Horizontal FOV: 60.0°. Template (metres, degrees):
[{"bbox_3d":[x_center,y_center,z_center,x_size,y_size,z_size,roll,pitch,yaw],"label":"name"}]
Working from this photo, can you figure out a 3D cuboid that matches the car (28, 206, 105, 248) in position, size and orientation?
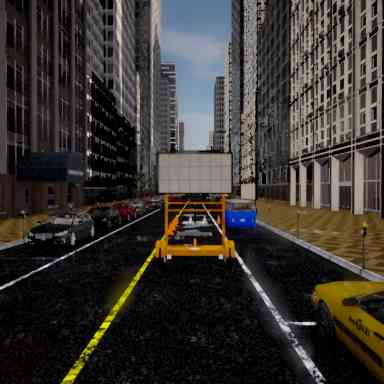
[{"bbox_3d":[-5.589,1.547,14.723,2.008,1.369,4.403,-1,0,0],"label":"car"}]

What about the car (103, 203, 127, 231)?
[{"bbox_3d":[-5.547,1.561,20.406,1.947,1.339,4.313,-1,0,0],"label":"car"}]

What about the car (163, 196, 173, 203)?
[{"bbox_3d":[-5.169,1.564,71.557,1.802,1.307,4.206,-1,0,0],"label":"car"}]

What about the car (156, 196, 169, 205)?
[{"bbox_3d":[-5.253,1.536,60.190,2.008,1.369,4.403,-1,0,0],"label":"car"}]

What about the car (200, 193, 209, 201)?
[{"bbox_3d":[3.335,1.291,88.547,2.192,1.841,5.009,-1,0,0],"label":"car"}]

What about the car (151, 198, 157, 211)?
[{"bbox_3d":[-5.421,1.573,37.457,1.802,1.307,4.206,-1,0,0],"label":"car"}]

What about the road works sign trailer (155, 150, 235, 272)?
[{"bbox_3d":[0.097,0.462,10.744,2.380,3.560,2.880,0,0,1],"label":"road works sign trailer"}]

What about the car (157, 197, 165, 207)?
[{"bbox_3d":[-5.337,1.539,48.824,2.008,1.369,4.403,-1,0,0],"label":"car"}]

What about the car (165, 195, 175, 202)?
[{"bbox_3d":[-5.128,1.420,77.241,1.967,1.590,4.097,-1,0,0],"label":"car"}]

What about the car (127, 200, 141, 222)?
[{"bbox_3d":[-5.505,1.539,26.090,1.887,1.381,4.507,-1,0,0],"label":"car"}]

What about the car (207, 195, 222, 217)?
[{"bbox_3d":[2.915,1.308,31.711,2.192,1.841,5.009,-1,0,0],"label":"car"}]

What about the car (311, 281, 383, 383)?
[{"bbox_3d":[2.708,1.524,3.464,1.752,1.417,4.829,-1,0,0],"label":"car"}]

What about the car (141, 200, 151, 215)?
[{"bbox_3d":[-5.464,1.543,31.773,2.008,1.369,4.403,-1,0,0],"label":"car"}]

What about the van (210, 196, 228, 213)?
[{"bbox_3d":[2.957,1.332,37.395,1.690,1.788,3.998,-1,0,0],"label":"van"}]

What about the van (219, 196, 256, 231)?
[{"bbox_3d":[2.831,1.336,20.344,1.690,1.788,3.998,-1,0,0],"label":"van"}]

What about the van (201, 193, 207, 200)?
[{"bbox_3d":[3.378,1.315,94.230,1.690,1.788,3.998,-1,0,0],"label":"van"}]

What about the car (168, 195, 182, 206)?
[{"bbox_3d":[-2.600,1.465,53.991,1.882,1.535,5.008,0,0,0],"label":"car"}]

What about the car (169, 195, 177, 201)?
[{"bbox_3d":[-5.044,1.502,88.438,1.752,1.417,4.829,-1,0,0],"label":"car"}]

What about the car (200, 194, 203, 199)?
[{"bbox_3d":[3.293,1.293,82.863,2.192,1.841,5.009,-1,0,0],"label":"car"}]

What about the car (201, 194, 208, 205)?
[{"bbox_3d":[3.127,1.536,60.128,2.008,1.369,4.403,-1,0,0],"label":"car"}]
